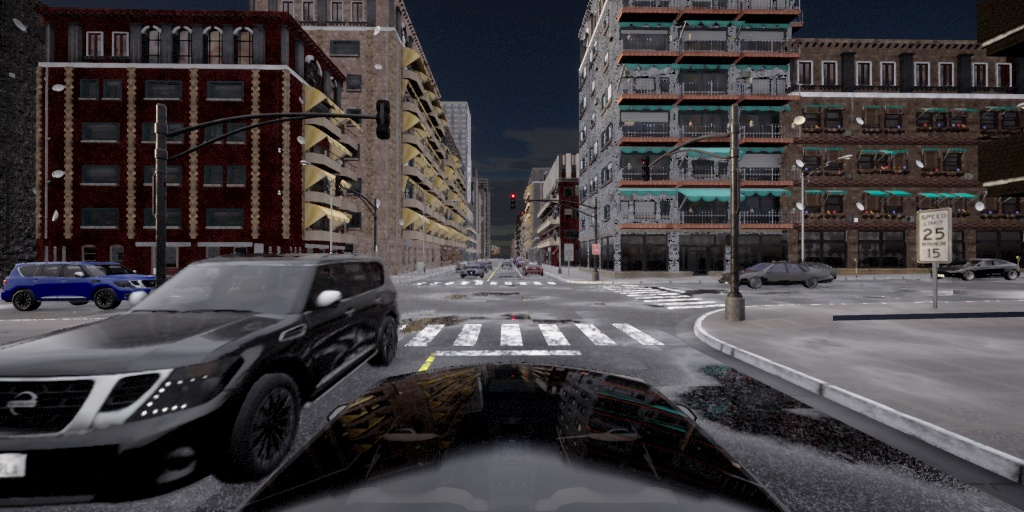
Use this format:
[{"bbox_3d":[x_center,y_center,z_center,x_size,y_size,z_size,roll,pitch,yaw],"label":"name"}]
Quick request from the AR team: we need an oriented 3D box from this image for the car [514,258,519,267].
[{"bbox_3d":[1.747,1.347,58.874,1.802,1.307,4.207,0,0,-1],"label":"car"}]

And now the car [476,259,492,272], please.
[{"bbox_3d":[-3.783,1.360,43.531,1.895,1.301,4.718,0,0,-1],"label":"car"}]

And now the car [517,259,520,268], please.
[{"bbox_3d":[2.025,1.309,42.273,2.007,1.370,4.403,0,0,-1],"label":"car"}]

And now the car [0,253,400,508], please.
[{"bbox_3d":[-3.267,0.972,5.018,2.150,2.045,5.566,0,0,-1],"label":"car"}]

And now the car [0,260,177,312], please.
[{"bbox_3d":[-18.657,1.244,15.855,5.566,2.045,2.150,-1,0,-1],"label":"car"}]

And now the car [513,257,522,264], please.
[{"bbox_3d":[1.655,1.350,64.407,1.802,1.307,4.207,0,0,-1],"label":"car"}]

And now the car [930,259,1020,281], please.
[{"bbox_3d":[29.262,0.832,22.681,4.313,1.339,1.948,0,0,-1],"label":"car"}]

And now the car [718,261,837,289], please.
[{"bbox_3d":[14.446,1.041,19.771,5.357,1.411,2.033,-1,0,-1],"label":"car"}]

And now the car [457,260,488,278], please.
[{"bbox_3d":[-3.619,1.320,33.638,1.994,1.385,4.181,0,0,-1],"label":"car"}]

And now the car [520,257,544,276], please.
[{"bbox_3d":[2.118,1.197,36.740,1.967,1.591,4.097,0,0,-1],"label":"car"}]
